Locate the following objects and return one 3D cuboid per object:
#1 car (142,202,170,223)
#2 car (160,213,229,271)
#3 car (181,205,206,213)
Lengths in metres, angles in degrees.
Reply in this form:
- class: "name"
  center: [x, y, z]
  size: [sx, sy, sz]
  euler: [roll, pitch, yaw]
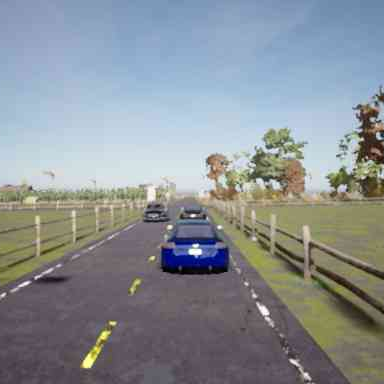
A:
- class: "car"
  center: [-2.849, 1.601, 26.841]
  size: [1.837, 1.490, 4.892]
  euler: [0, 0, 0]
- class: "car"
  center: [0.091, 1.602, 11.016]
  size: [1.994, 1.385, 4.181]
  euler: [0, 0, 0]
- class: "car"
  center: [0.088, 1.656, 25.668]
  size: [1.994, 1.385, 4.181]
  euler: [0, 0, 0]
